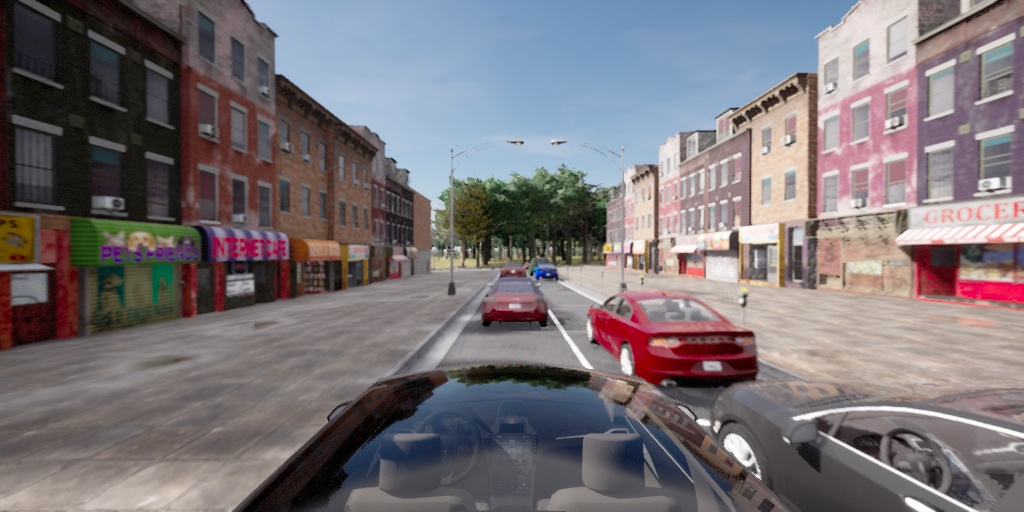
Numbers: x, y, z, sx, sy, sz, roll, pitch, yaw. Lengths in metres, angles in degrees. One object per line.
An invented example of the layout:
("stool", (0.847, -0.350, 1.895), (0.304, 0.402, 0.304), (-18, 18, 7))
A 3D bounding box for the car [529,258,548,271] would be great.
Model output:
("car", (2.998, 1.213, 39.452), (2.150, 2.045, 5.566), (0, 0, 0))

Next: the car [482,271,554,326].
("car", (0.091, 1.372, 11.977), (1.994, 1.385, 4.181), (0, 0, 0))

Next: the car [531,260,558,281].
("car", (3.028, 1.413, 32.419), (1.882, 1.535, 5.008), (0, 0, 0))

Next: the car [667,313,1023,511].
("car", (2.638, 1.300, 1.529), (2.007, 1.370, 4.403), (0, 0, 0))

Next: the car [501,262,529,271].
("car", (0.105, 1.273, 30.344), (2.097, 1.767, 4.553), (0, 0, 0))

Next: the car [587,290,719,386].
("car", (2.640, 1.324, 6.935), (1.888, 1.381, 4.507), (0, 0, 0))
